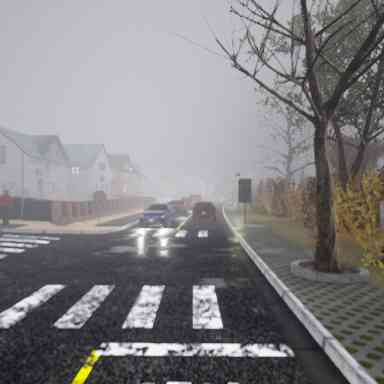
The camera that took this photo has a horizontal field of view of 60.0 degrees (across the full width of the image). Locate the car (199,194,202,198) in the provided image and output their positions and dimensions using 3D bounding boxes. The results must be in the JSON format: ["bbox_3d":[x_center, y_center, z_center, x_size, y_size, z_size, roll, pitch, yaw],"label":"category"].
[{"bbox_3d":[0.430,1.404,54.266,2.150,2.045,5.566,0,0,7],"label":"car"}]

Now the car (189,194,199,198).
[{"bbox_3d":[-0.678,1.461,43.685,2.097,1.767,4.553,0,0,5],"label":"car"}]

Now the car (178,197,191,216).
[{"bbox_3d":[-1.496,1.531,33.877,1.882,1.535,5.008,0,0,4],"label":"car"}]

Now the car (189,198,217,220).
[{"bbox_3d":[1.090,1.509,28.561,1.882,1.535,5.008,0,0,3],"label":"car"}]

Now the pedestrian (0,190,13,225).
[{"bbox_3d":[-9.520,0.771,17.042,0.375,1.860,0.375,0,-3,0],"label":"pedestrian"}]

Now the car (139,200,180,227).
[{"bbox_3d":[-2.304,1.543,23.260,1.812,1.442,4.674,0,0,7],"label":"car"}]
